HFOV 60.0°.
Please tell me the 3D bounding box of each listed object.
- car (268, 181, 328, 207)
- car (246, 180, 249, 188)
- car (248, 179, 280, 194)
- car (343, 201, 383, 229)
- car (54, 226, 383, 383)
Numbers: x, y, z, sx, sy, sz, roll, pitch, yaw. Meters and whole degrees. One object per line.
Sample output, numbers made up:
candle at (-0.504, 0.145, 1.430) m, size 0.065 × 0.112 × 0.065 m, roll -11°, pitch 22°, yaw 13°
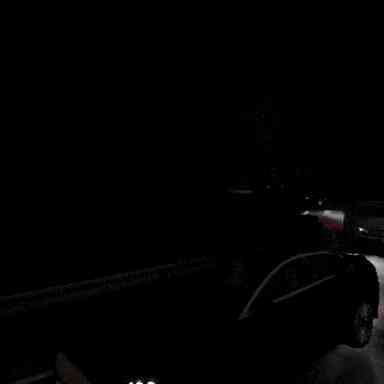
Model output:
car at (7.840, 0.270, 24.134) m, size 2.128 × 1.511 × 4.902 m, roll 1°, pitch 4°, yaw -13°
car at (9.100, -1.319, 49.205) m, size 1.994 × 1.385 × 4.181 m, roll 0°, pitch 4°, yaw 15°
car at (8.202, -0.608, 36.004) m, size 2.097 × 1.767 × 4.553 m, roll 1°, pitch 4°, yaw -10°
car at (6.872, 1.107, 12.574) m, size 1.812 × 1.442 × 4.674 m, roll 0°, pitch 3°, yaw 19°
car at (0.762, 1.469, 4.457) m, size 4.902 × 1.511 × 2.128 m, roll -2°, pitch 0°, yaw -40°
